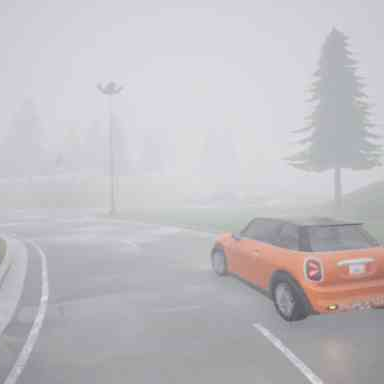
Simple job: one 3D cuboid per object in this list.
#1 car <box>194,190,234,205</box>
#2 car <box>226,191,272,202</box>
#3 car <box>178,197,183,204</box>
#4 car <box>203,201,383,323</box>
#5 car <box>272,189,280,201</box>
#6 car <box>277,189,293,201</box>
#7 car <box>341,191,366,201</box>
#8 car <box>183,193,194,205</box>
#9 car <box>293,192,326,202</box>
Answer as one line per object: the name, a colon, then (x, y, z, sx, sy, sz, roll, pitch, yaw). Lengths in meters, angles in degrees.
car: (3.632, 0.814, 45.842, 5.566, 2.045, 2.150, -1, 0, -26)
car: (7.539, 1.024, 43.876, 4.902, 1.511, 2.128, -1, 1, -26)
car: (0.156, 0.966, 51.913, 4.553, 1.767, 2.097, -1, 1, -26)
car: (2.053, 1.258, 7.388, 2.097, 1.767, 4.553, -1, 0, -17)
car: (15.780, 0.481, 59.595, 5.566, 2.045, 2.150, -1, 1, -26)
car: (17.543, 0.742, 56.589, 4.902, 1.511, 2.128, -1, 0, -26)
car: (25.346, 0.609, 52.629, 5.008, 1.535, 1.882, -1, 0, -26)
car: (1.537, 1.138, 48.706, 4.674, 1.442, 1.812, -1, 0, -26)
car: (19.104, 0.844, 53.463, 4.718, 1.301, 1.895, -1, 0, -26)
